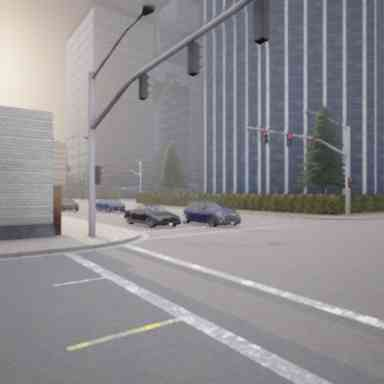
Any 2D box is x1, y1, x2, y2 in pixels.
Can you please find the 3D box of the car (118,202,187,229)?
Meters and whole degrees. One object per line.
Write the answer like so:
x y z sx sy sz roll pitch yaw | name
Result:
-2.839 1.592 22.630 2.033 1.411 5.357 0 0 -36 | car

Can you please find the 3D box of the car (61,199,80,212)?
-14.756 1.552 39.232 1.837 1.490 4.892 0 0 -35 | car

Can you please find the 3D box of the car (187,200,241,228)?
1.266 1.393 22.919 2.097 1.767 4.553 0 0 -36 | car

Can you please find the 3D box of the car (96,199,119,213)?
-9.155 1.519 37.412 1.882 1.535 5.008 0 0 -36 | car
